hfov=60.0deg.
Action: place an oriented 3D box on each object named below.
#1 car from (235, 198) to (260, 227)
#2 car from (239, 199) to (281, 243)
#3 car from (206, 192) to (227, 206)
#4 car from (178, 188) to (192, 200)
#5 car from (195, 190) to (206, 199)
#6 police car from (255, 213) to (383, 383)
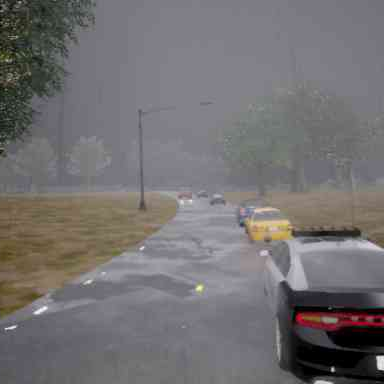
[{"bbox_3d":[3.958,1.196,21.642,2.097,1.767,4.553,-3,0,4],"label":"car"},{"bbox_3d":[3.469,1.391,15.804,1.801,1.575,5.366,-4,1,6],"label":"car"},{"bbox_3d":[3.308,0.953,43.839,1.812,1.442,4.674,-2,2,-3],"label":"car"},{"bbox_3d":[-1.326,0.236,61.052,2.150,2.045,5.566,-1,2,-8],"label":"car"},{"bbox_3d":[1.718,0.408,62.223,1.837,1.490,4.892,-2,2,-9],"label":"car"},{"bbox_3d":[2.250,1.413,5.692,1.930,1.638,5.238,-2,0,9],"label":"police car"}]
